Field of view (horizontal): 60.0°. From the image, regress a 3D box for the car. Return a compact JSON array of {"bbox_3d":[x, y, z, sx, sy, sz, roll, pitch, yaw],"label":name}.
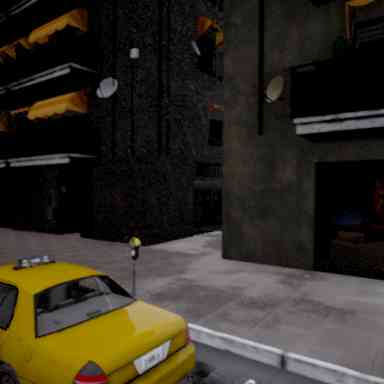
[{"bbox_3d":[-2.251,1.519,4.470,4.829,1.417,1.752,0,1,36],"label":"car"}]
